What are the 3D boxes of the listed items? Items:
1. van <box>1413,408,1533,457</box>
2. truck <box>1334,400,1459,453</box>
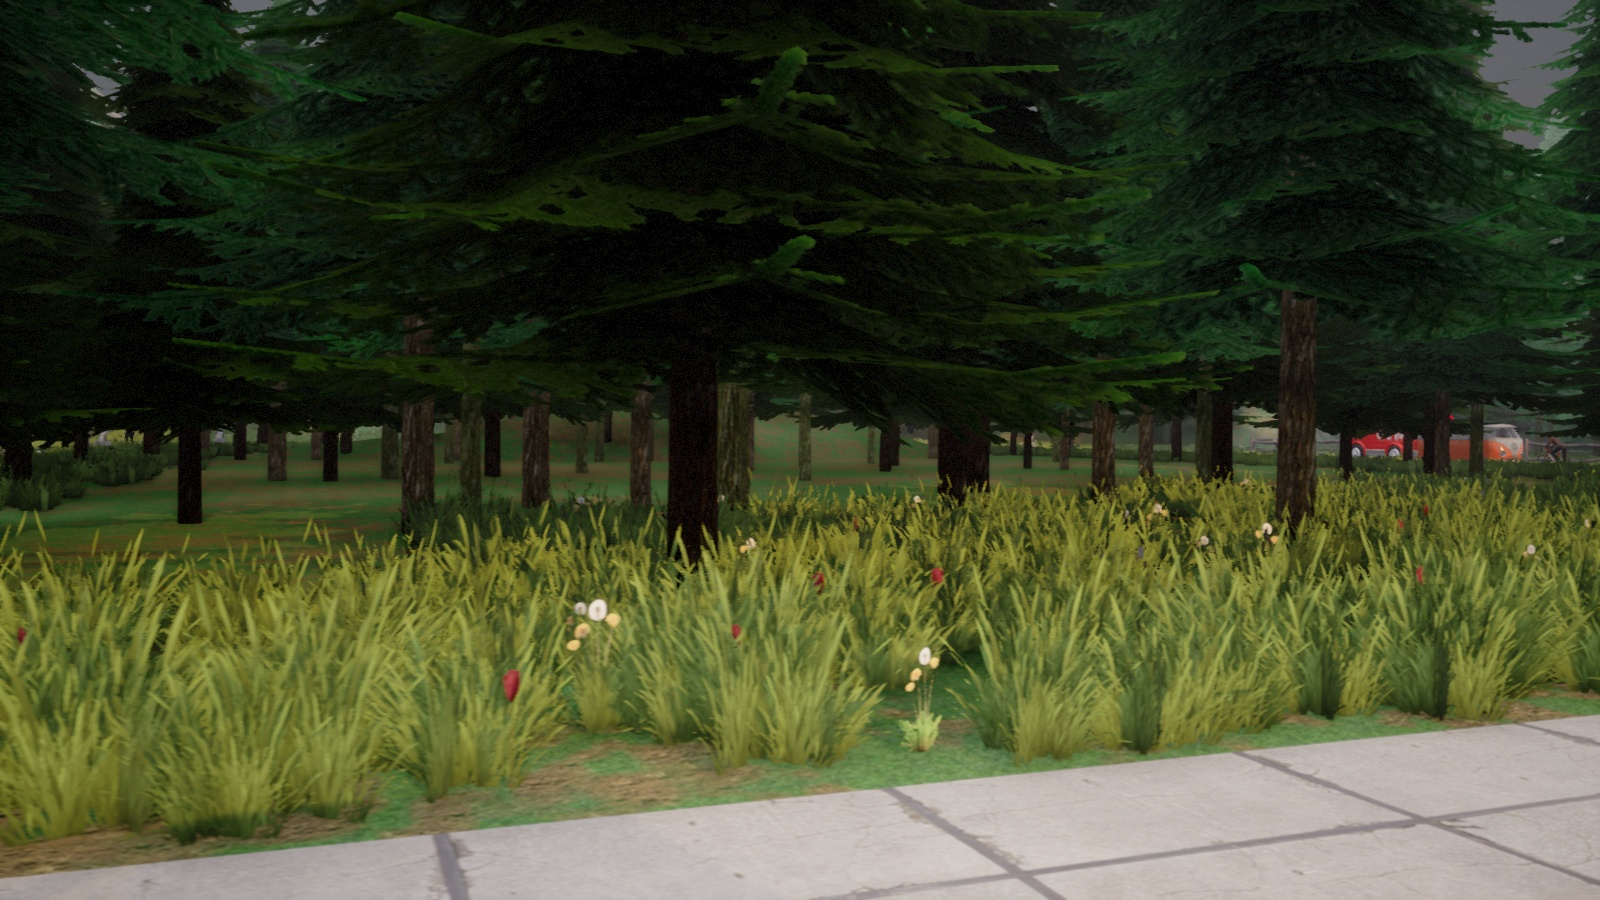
[{"bbox_3d":[28.577,-0.759,53.494,1.775,1.987,4.442,-1,1,-20],"label":"van"},{"bbox_3d":[29.292,-1.151,61.901,2.627,2.467,5.204,-1,1,-20],"label":"truck"}]
